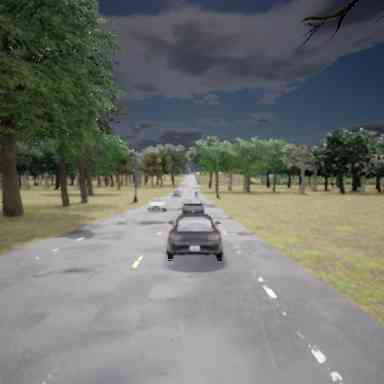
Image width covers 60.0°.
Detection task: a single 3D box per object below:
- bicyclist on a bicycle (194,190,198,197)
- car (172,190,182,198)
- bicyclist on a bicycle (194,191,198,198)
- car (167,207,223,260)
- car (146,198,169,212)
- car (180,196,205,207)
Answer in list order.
[{"bbox_3d":[0.979,0.350,82.195,0.866,1.612,1.509,0,1,0],"label":"bicyclist on a bicycle"},{"bbox_3d":[-3.482,0.339,75.963,2.097,1.767,4.553,0,1,0],"label":"car"},{"bbox_3d":[0.979,0.570,73.201,0.582,1.620,1.656,0,1,0],"label":"bicyclist on a bicycle"},{"bbox_3d":[0.089,1.515,12.287,1.812,1.442,4.674,0,0,0],"label":"car"},{"bbox_3d":[-3.589,1.327,35.457,1.812,1.442,4.674,0,1,0],"label":"car"},{"bbox_3d":[0.101,1.352,29.172,2.128,1.511,4.902,0,1,0],"label":"car"}]
